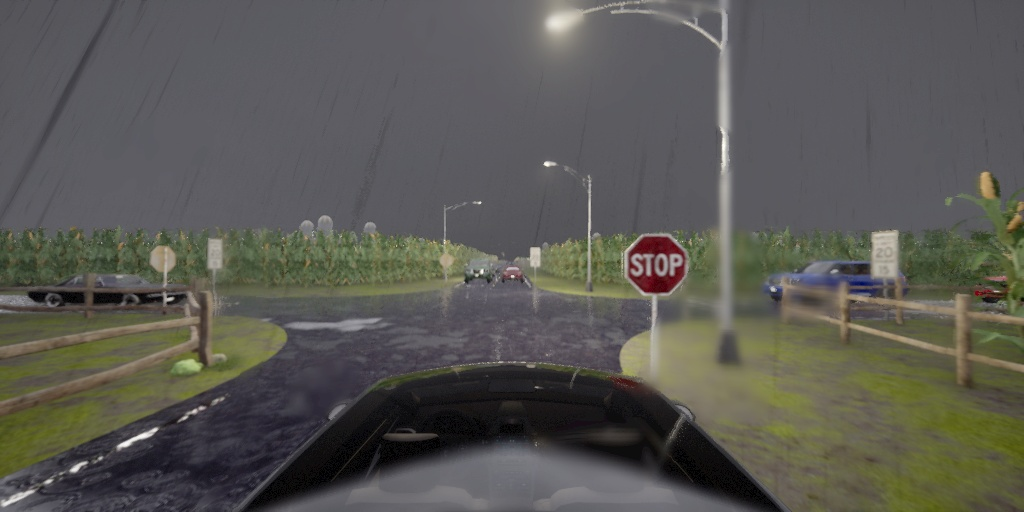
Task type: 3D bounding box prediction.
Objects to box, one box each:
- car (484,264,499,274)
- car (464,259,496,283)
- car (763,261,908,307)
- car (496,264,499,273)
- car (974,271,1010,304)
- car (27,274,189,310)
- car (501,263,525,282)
[{"bbox_3d":[-2.896,1.857,52.522,1.895,1.301,4.718,0,-1,0],"label":"car"},{"bbox_3d":[-2.884,1.279,32.043,2.150,2.045,5.566,0,-1,0],"label":"car"},{"bbox_3d":[15.108,1.250,16.895,5.566,2.045,2.150,0,-1,1],"label":"car"},{"bbox_3d":[-2.895,1.706,42.361,2.033,1.411,5.357,0,-1,0],"label":"car"},{"bbox_3d":[25.474,1.320,16.812,5.566,2.045,2.150,0,-1,0],"label":"car"},{"bbox_3d":[-15.703,1.382,14.211,4.718,1.301,1.895,0,-1,1],"label":"car"},{"bbox_3d":[0.059,1.588,32.658,1.812,1.442,4.674,0,-1,0],"label":"car"}]
